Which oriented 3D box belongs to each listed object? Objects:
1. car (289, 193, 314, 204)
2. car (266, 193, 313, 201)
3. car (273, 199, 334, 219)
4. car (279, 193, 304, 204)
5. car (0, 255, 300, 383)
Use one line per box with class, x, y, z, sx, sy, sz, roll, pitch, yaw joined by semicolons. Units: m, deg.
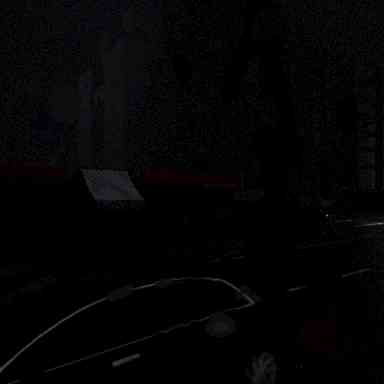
car;19.614;1.114;59.433;1.905;1.878;3.866;0;0;-35
car;9.450;1.297;34.011;2.097;1.767;4.553;0;0;-36
car;9.410;1.545;28.087;1.895;1.301;4.718;0;0;-36
car;17.219;1.114;57.726;1.905;1.878;3.866;0;0;-35
car;-0.963;1.505;3.304;4.892;1.490;1.837;0;0;-35
